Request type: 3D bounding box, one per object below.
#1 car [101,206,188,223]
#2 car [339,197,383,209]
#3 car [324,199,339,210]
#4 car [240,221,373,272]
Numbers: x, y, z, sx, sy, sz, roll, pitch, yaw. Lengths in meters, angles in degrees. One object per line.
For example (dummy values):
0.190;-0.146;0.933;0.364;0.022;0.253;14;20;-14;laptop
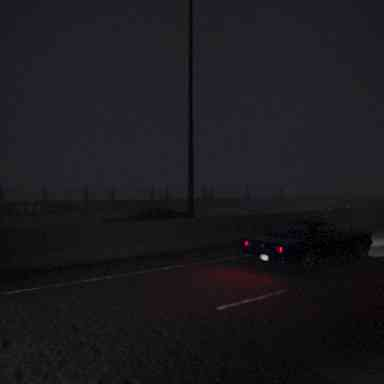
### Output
-2.545;1.534;19.379;5.357;1.411;2.033;0;0;-36;car
14.629;1.309;27.565;4.553;1.767;2.097;0;0;-37;car
17.530;1.491;38.492;5.357;1.411;2.033;0;0;-37;car
3.888;1.587;10.824;4.718;1.301;1.895;0;0;-36;car
